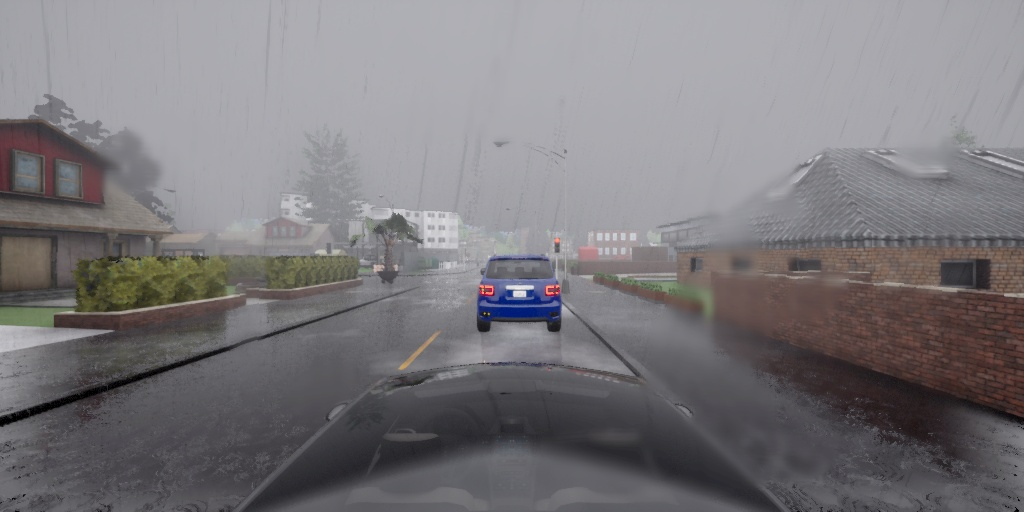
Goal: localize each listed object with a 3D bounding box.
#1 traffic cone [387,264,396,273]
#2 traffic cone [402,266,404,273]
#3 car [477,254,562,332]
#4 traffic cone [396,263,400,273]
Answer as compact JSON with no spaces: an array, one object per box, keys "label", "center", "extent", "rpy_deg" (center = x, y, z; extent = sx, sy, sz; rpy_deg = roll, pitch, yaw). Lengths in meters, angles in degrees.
[{"label":"traffic cone","center":[-15.429,1.568,45.878],"extent":[0.344,0.586,0.344],"rpy_deg":[0,0,0]},{"label":"traffic cone","center":[-14.057,1.589,47.478],"extent":[0.344,0.586,0.344],"rpy_deg":[0,0,0]},{"label":"car","center":[0.183,0.973,11.003],"extent":[2.150,2.045,5.566],"rpy_deg":[0,0,0]},{"label":"traffic cone","center":[-15.064,1.565,46.445],"extent":[0.344,0.586,0.344],"rpy_deg":[0,0,0]}]
